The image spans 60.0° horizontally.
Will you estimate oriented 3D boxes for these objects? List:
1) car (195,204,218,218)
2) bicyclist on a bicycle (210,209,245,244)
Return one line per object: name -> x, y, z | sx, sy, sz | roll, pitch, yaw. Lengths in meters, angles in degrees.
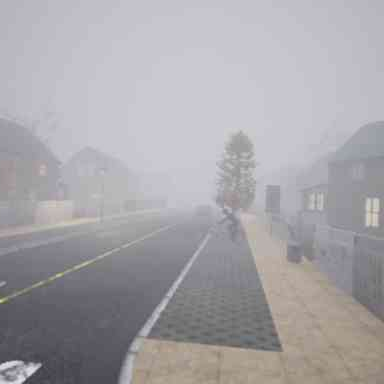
car -> 1.402, 2.115, 37.046 | 2.033, 1.411, 5.357 | 2, -1, 7
bicyclist on a bicycle -> 1.689, 1.624, 15.752 | 1.656, 1.620, 0.582 | 2, -1, 7
